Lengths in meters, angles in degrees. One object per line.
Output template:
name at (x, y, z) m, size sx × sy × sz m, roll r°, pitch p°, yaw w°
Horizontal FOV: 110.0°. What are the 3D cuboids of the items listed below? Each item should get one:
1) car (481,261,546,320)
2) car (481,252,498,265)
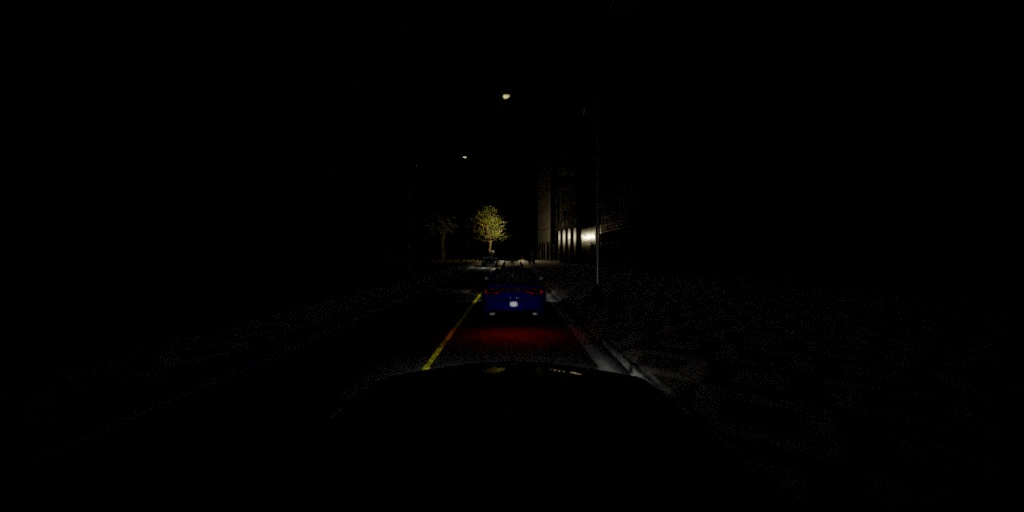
car at (0.056, 1.109, 12.095) m, size 1.882 × 1.535 × 5.008 m, roll 0°, pitch 1°, yaw 0°
car at (-3.097, 0.469, 50.769) m, size 2.150 × 2.045 × 5.566 m, roll 0°, pitch 0°, yaw 0°
